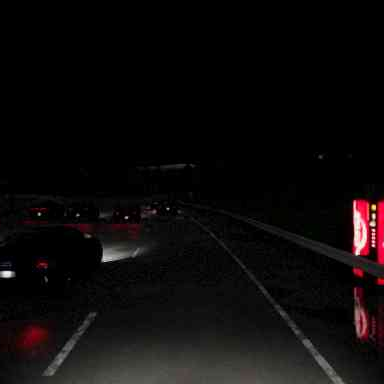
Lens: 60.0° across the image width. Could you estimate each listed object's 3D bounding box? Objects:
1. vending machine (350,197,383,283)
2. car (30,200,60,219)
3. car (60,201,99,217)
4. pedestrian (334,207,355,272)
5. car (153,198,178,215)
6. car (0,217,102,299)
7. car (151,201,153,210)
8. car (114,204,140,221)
[{"bbox_3d":[4.854,1.195,8.631,1.100,2.100,0.880,0,0,-2],"label":"vending machine"},{"bbox_3d":[-12.479,1.504,28.851,1.837,1.490,4.892,0,0,-8],"label":"car"},{"bbox_3d":[-8.673,1.491,26.768,2.128,1.511,4.902,0,0,-7],"label":"car"},{"bbox_3d":[4.288,1.294,9.370,0.375,1.860,0.375,0,0,-2],"label":"pedestrian"},{"bbox_3d":[-2.612,1.564,33.770,1.994,1.385,4.181,0,0,-9],"label":"car"},{"bbox_3d":[-3.649,1.564,8.451,1.994,1.385,4.181,0,0,-2],"label":"car"},{"bbox_3d":[-4.338,1.525,43.430,1.812,1.442,4.674,0,0,-10],"label":"car"},{"bbox_3d":[-5.134,1.600,26.843,1.895,1.301,4.718,0,0,-7],"label":"car"}]
